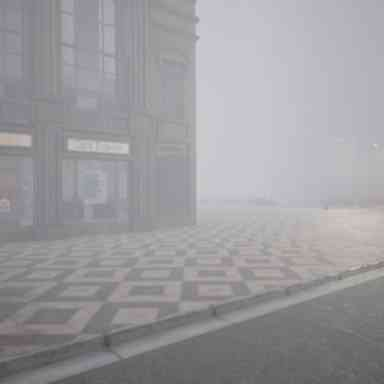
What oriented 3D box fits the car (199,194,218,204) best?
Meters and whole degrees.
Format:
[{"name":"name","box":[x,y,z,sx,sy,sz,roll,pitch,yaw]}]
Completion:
[{"name":"car","box":[3.023,1.192,54.262,1.967,1.590,4.097,0,0,-36]}]

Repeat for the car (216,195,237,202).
[{"name":"car","box":[6.572,1.267,63.836,1.802,1.307,4.206,0,0,-36]}]

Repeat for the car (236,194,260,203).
[{"name":"car","box":[9.910,1.128,59.288,1.967,1.590,4.097,0,0,-36]}]

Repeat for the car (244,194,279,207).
[{"name":"car","box":[9.699,1.301,45.171,1.887,1.381,4.507,0,0,-36]}]

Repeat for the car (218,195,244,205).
[{"name":"car","box":[6.362,1.336,49.717,1.802,1.307,4.206,0,0,-36]}]

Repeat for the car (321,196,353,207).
[{"name":"car","box":[19.924,1.260,45.651,1.947,1.339,4.313,0,0,-36]}]

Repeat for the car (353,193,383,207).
[{"name":"car","box":[23.261,1.011,41.104,2.192,1.841,5.009,0,0,-36]}]
